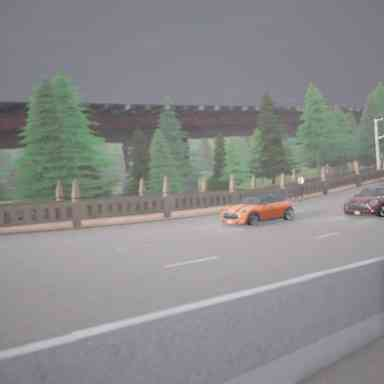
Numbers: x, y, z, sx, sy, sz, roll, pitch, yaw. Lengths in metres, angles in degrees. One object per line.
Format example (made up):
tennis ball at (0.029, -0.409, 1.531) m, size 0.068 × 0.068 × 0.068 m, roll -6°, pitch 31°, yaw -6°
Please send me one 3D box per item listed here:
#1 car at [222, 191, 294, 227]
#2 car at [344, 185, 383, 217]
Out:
car at (3.887, 0.932, 19.628) m, size 4.553 × 1.767 × 2.097 m, roll -4°, pitch 2°, yaw -35°
car at (11.411, 0.450, 20.632) m, size 4.553 × 1.767 × 2.097 m, roll -6°, pitch 4°, yaw -35°
